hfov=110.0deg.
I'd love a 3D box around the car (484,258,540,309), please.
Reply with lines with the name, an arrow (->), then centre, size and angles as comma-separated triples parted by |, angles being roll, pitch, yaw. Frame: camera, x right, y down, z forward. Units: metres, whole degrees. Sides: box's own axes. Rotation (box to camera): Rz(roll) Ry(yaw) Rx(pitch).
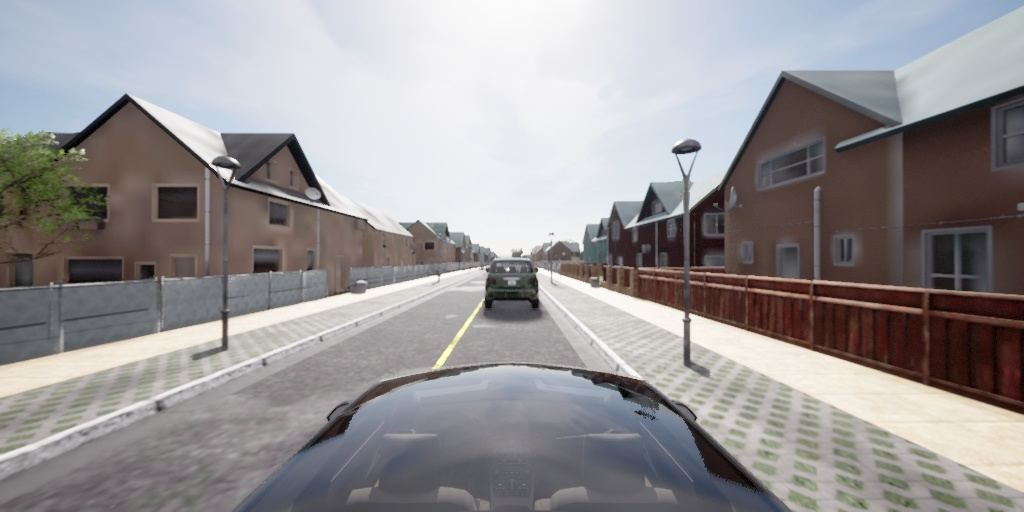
car -> -0.003, 1.109, 15.869 | 2.150, 2.045, 5.566 | 0, 0, 0
